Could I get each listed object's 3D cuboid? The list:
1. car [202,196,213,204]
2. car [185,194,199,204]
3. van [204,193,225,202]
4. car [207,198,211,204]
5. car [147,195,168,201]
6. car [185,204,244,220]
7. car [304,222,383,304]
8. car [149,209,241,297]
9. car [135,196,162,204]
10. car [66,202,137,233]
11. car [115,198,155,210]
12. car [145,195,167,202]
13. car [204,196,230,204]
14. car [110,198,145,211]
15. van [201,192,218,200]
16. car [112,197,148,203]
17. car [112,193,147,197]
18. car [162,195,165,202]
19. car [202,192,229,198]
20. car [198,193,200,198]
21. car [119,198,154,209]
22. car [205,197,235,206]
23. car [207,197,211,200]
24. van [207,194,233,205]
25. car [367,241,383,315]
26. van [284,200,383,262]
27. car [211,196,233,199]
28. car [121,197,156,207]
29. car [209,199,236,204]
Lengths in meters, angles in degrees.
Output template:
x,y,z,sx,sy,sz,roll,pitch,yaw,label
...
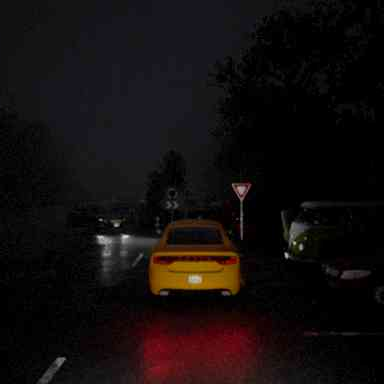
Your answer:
x,y,z,sx,sy,sz,roll,pitch,yaw,label
4.556,1.703,47.568,5.366,1.575,1.946,0,1,0,car
-0.208,1.561,58.234,1.882,1.535,5.008,0,1,0,car
4.837,1.226,72.486,4.442,1.987,1.878,0,0,0,van
4.717,1.811,42.028,4.792,1.488,2.163,0,1,0,car
-8.396,1.440,80.877,4.792,1.488,2.163,0,0,0,car
1.850,1.878,27.671,4.718,1.301,1.895,-1,-3,39,car
5.042,1.493,6.841,4.674,1.452,2.002,0,0,0,car
0.066,1.440,8.581,1.882,1.535,5.008,0,0,0,car
-8.359,1.501,64.220,4.892,1.521,2.231,0,1,0,car
-5.654,1.504,19.326,2.128,1.511,4.902,4,-3,-43,car
-8.153,1.702,47.575,5.366,1.575,1.946,0,1,0,car
-8.394,1.453,78.101,4.792,1.488,2.163,0,0,0,car
4.756,1.530,64.180,4.792,1.488,2.163,0,0,0,car
-8.360,1.848,39.248,4.792,1.488,2.163,0,1,0,car
4.820,1.131,92.003,4.442,1.987,1.878,0,0,0,van
-8.328,1.781,42.023,5.008,1.535,2.097,0,1,0,car
-8.307,1.492,44.796,5.566,2.045,2.435,0,1,0,car
-8.165,1.523,61.452,5.366,1.575,1.946,0,1,0,car
4.766,1.380,53.104,5.566,2.045,2.435,0,1,0,car
4.685,1.160,80.796,5.566,2.045,2.435,0,0,0,car
-8.334,1.669,50.351,4.892,1.521,2.231,0,1,0,car
4.706,1.623,55.876,4.792,1.488,2.163,0,1,0,car
4.741,1.784,44.798,4.674,1.452,2.002,0,1,0,car
4.849,1.331,58.767,4.442,1.987,1.878,0,1,0,van
5.042,1.510,4.056,4.674,1.452,2.002,0,0,0,car
4.912,1.213,9.513,4.442,1.987,1.878,-1,0,0,van
4.780,1.692,39.381,4.553,1.767,2.185,0,1,0,car
-8.528,1.627,53.127,5.366,1.575,1.946,0,1,0,car
4.746,1.854,36.612,5.008,1.535,2.097,0,1,0,car
